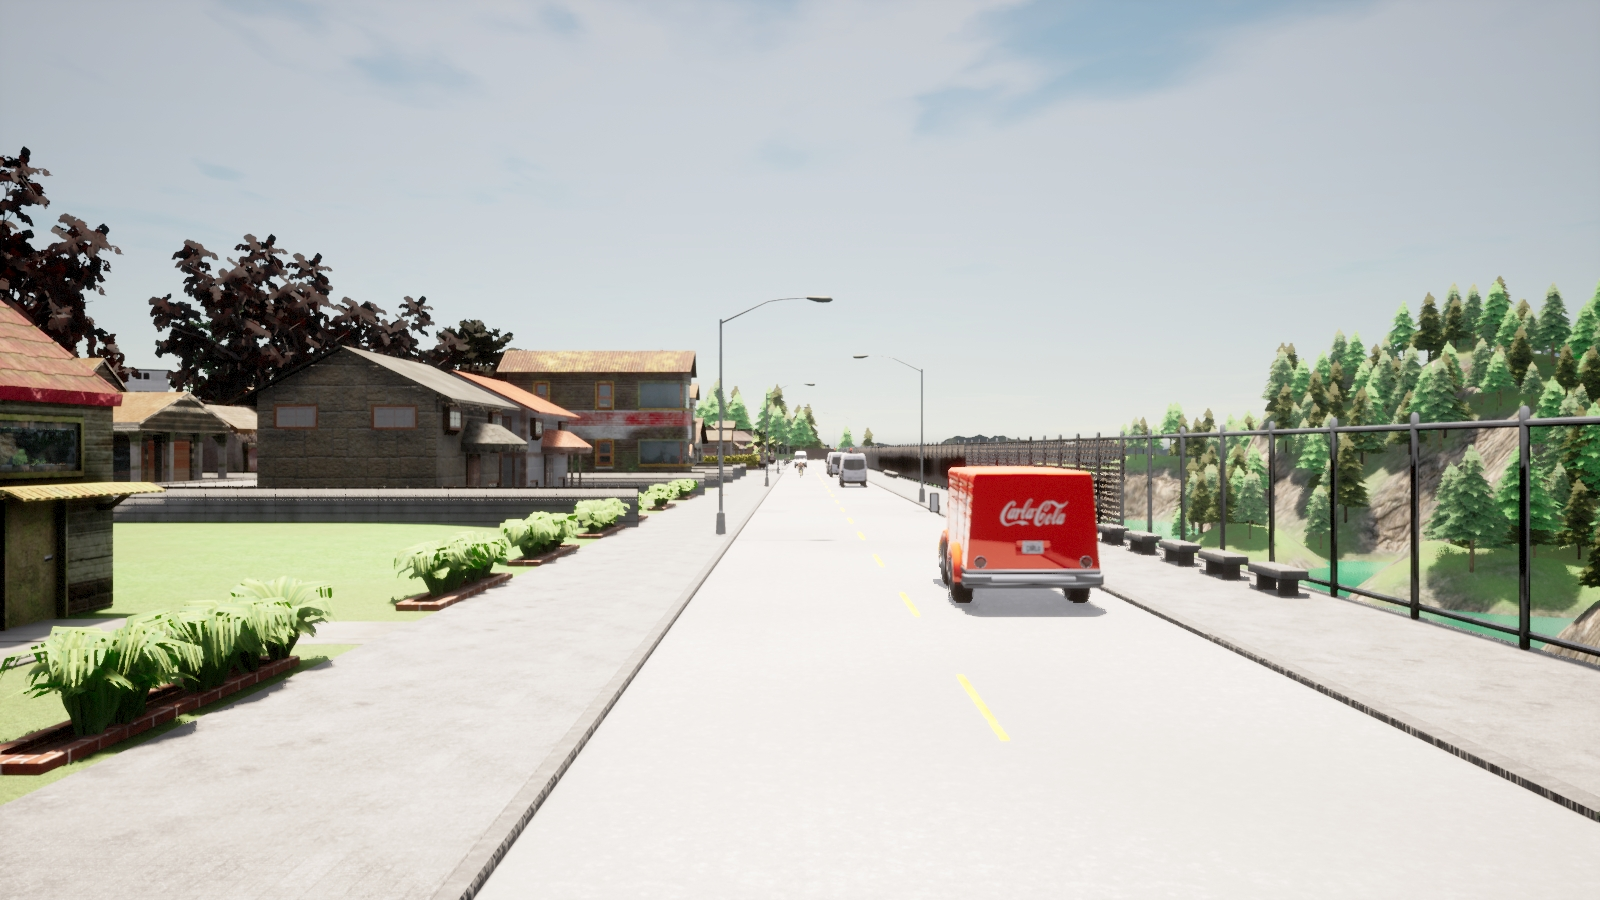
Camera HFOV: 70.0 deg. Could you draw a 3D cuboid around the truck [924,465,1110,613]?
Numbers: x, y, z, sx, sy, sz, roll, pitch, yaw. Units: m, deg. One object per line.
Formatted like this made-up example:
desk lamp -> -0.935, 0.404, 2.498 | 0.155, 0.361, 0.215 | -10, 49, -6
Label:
truck -> 4.026, 1.570, 22.272 | 2.627, 2.467, 5.204 | 0, 0, 0
